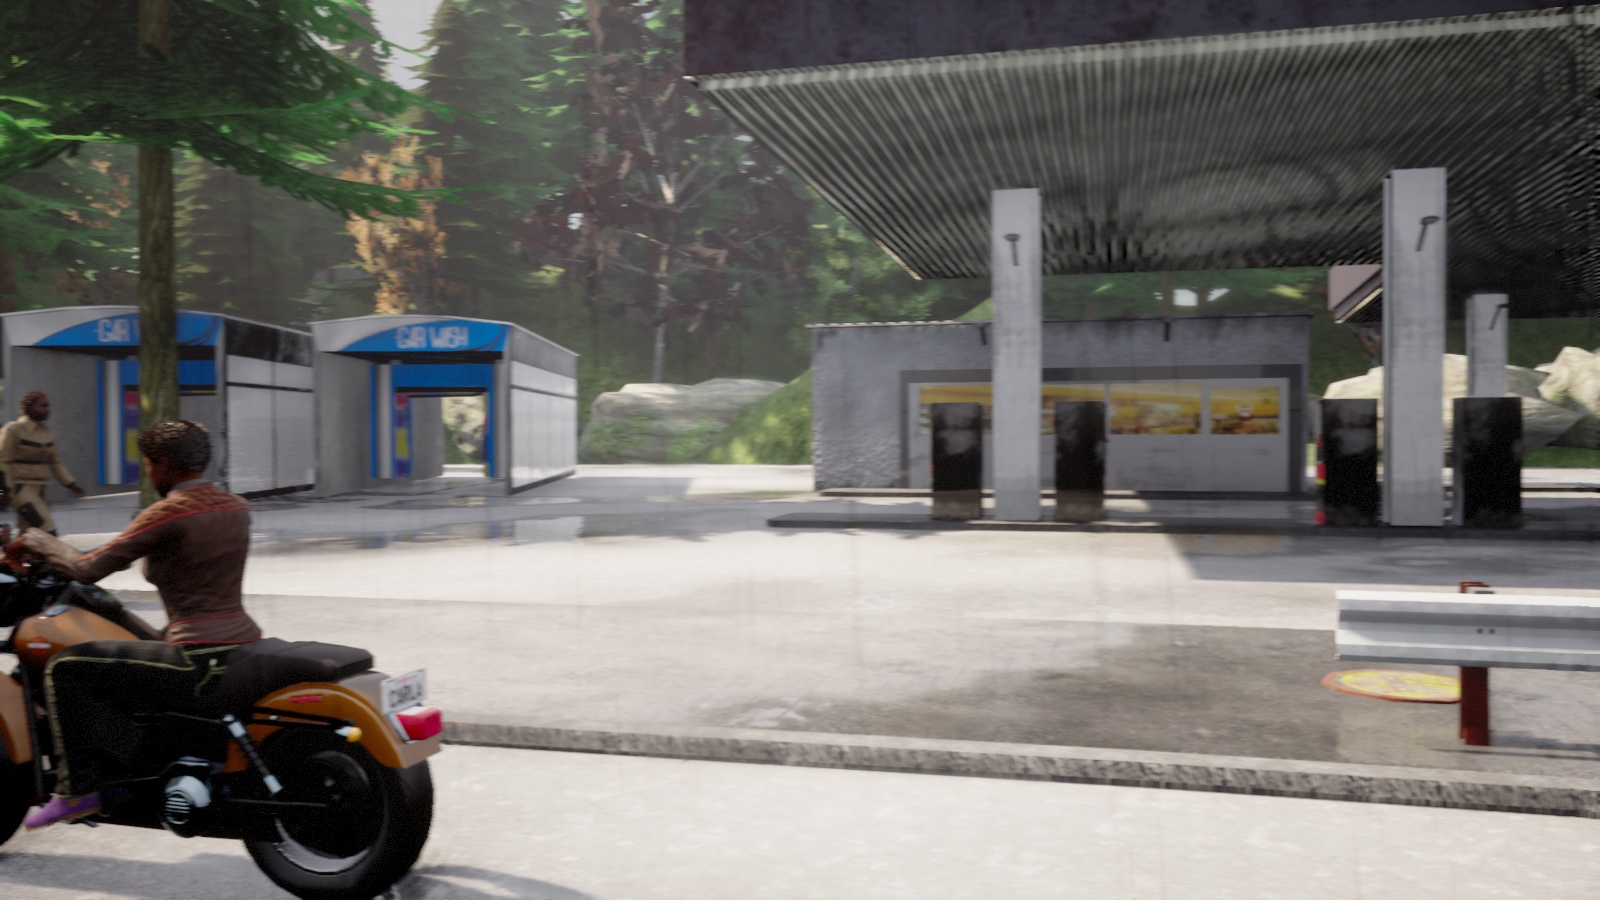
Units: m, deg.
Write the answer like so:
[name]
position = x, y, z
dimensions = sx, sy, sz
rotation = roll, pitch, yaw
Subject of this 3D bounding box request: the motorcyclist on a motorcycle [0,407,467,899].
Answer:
[motorcyclist on a motorcycle]
position = -2.419, 0.686, 4.387
dimensions = 2.350, 1.649, 0.766
rotation = 0, 1, 15

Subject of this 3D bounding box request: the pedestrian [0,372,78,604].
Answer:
[pedestrian]
position = -6.598, 0.316, 10.666
dimensions = 0.692, 1.930, 0.396
rotation = 0, 1, 5
